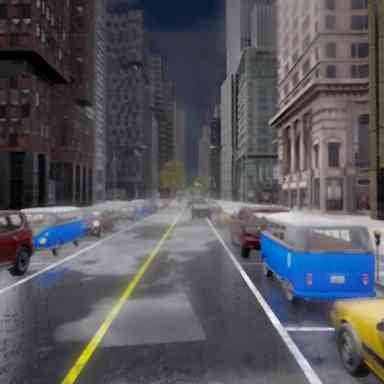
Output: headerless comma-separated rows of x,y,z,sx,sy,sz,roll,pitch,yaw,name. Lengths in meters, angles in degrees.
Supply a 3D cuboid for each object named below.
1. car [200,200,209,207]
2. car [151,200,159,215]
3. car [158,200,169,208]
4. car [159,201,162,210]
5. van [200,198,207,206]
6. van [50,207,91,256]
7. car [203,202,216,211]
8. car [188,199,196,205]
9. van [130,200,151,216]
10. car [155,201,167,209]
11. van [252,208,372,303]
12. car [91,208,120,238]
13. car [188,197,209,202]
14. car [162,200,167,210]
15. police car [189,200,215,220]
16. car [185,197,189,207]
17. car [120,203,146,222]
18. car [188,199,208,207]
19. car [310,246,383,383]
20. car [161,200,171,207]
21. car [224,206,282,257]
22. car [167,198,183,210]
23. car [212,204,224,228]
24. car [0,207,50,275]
2.764,2.544,74.466,1.887,1.381,4.507,0,-1,0,car
-5.776,1.868,41.337,2.192,1.841,5.009,0,-1,0,car
-5.788,2.469,68.958,1.887,1.381,4.507,0,-1,0,car
-5.779,2.172,46.858,1.887,1.381,4.507,0,-1,0,car
2.765,2.416,79.994,1.690,1.788,3.998,0,-1,0,van
-5.765,1.524,13.712,1.690,1.788,3.998,0,-1,0,van
2.765,2.283,52.368,1.802,1.307,4.206,0,-1,0,car
-0.016,2.539,83.990,1.994,1.385,4.181,0,-1,0,car
-5.774,1.820,35.811,1.690,1.788,3.998,0,-1,0,van
-5.786,2.395,63.433,1.887,1.381,4.507,0,-1,0,car
2.767,1.450,8.176,1.690,1.788,3.998,0,-1,0,van
-5.767,1.697,19.235,1.967,1.590,4.097,0,-1,0,car
0.891,1.878,48.817,2.150,2.045,5.566,0,-1,0,car
-5.784,2.299,57.739,1.752,1.417,4.829,0,-1,0,car
0.894,1.865,32.895,1.930,1.638,5.238,0,-1,0,police car
-0.013,2.304,69.098,1.837,1.490,4.892,0,-1,0,car
-5.772,1.956,30.283,2.008,1.369,4.403,0,-1,0,car
0.819,2.051,42.773,1.882,1.535,5.008,0,-1,-1,car
2.767,1.564,2.820,1.752,1.417,4.829,0,-1,0,car
-5.791,2.544,74.483,1.887,1.381,4.507,0,-1,0,car
2.767,1.498,13.701,2.192,1.841,5.009,0,-1,0,car
-3.058,2.303,57.989,1.812,1.442,4.674,0,-1,0,car
2.766,1.858,24.917,1.752,1.417,4.829,0,-1,0,car
-5.762,1.425,8.187,2.192,1.841,5.009,0,-1,0,car
